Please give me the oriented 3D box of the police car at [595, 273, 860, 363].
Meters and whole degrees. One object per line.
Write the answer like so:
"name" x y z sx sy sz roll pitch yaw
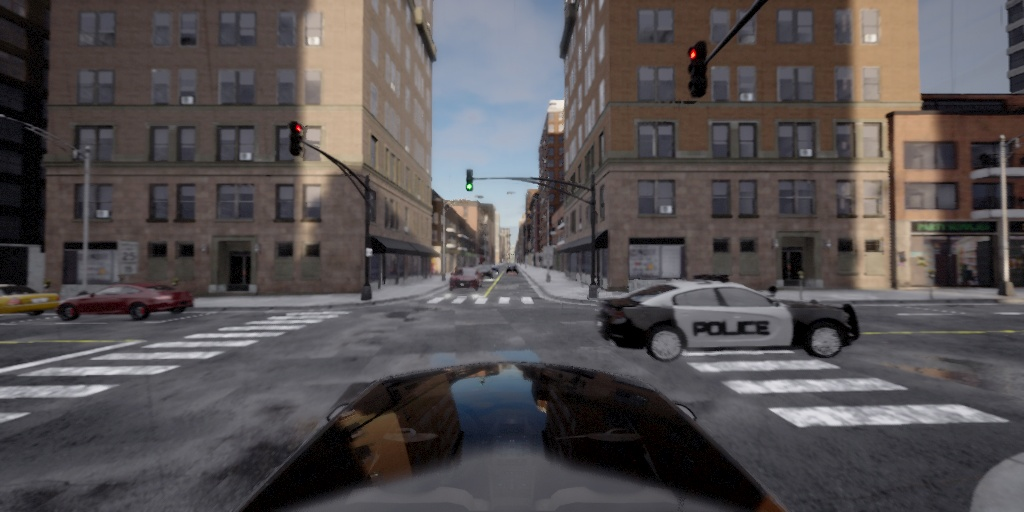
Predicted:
"police car" 4.475 1.209 7.758 5.238 1.638 1.930 -1 -1 0

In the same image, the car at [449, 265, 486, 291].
"car" -3.098 1.521 24.716 1.882 1.535 5.008 0 0 0

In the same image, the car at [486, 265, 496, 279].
"car" -3.097 1.731 40.125 1.837 1.490 4.892 0 -1 0

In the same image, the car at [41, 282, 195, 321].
"car" -14.572 1.667 13.663 4.207 1.307 1.802 0 0 0

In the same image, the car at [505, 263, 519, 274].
"car" -0.010 1.909 54.996 1.837 1.490 4.892 0 -1 0

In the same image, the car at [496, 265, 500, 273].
"car" -3.019 2.052 58.959 1.895 1.301 4.718 0 -1 0

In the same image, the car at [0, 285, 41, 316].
"car" -20.305 1.676 13.681 4.829 1.417 1.751 0 0 0
